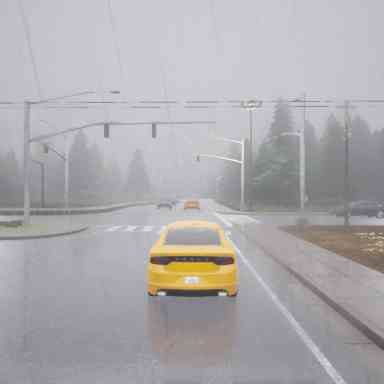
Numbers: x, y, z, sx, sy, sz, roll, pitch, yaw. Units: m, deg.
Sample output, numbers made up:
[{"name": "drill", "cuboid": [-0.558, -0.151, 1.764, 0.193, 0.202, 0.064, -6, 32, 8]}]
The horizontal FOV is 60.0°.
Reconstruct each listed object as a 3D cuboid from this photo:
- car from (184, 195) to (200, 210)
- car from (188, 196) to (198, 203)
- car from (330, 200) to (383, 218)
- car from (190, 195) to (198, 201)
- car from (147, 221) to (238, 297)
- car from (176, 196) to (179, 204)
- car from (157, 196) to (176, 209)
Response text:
[{"name": "car", "cuboid": [-0.012, 1.478, 42.304, 1.882, 1.535, 5.008, 0, 0, 0]}, {"name": "car", "cuboid": [0.246, 1.537, 72.865, 2.033, 1.411, 5.357, 0, 0, 2]}, {"name": "car", "cuboid": [14.889, 1.531, 29.630, 4.892, 1.490, 1.837, 0, 0, 1]}, {"name": "car", "cuboid": [0.637, 1.442, 83.258, 1.837, 1.490, 4.892, 0, 0, 2]}, {"name": "car", "cuboid": [0.043, 1.474, 8.642, 1.882, 1.535, 5.008, 0, 0, 1]}, {"name": "car", "cuboid": [-3.589, 1.601, 55.242, 1.895, 1.301, 4.718, 0, 0, 1]}, {"name": "car", "cuboid": [-3.612, 1.547, 45.064, 2.033, 1.411, 5.357, 0, 0, 0]}]
